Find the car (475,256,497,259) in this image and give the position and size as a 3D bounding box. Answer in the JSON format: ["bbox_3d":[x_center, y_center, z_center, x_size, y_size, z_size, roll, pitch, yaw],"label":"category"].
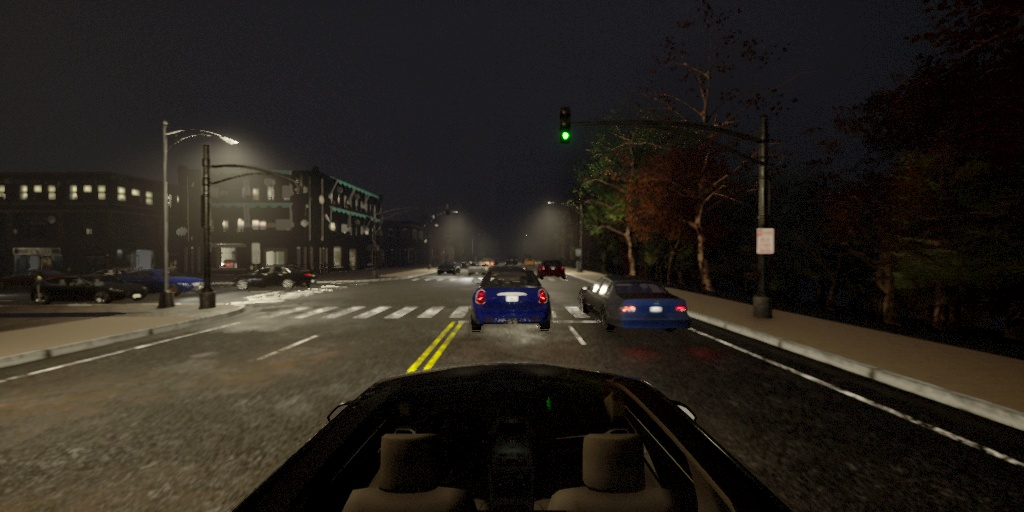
[{"bbox_3d":[-3.337,1.051,47.853,2.097,1.767,4.553,0,0,0],"label":"car"}]

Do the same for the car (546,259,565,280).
[{"bbox_3d":[3.347,1.069,31.400,2.097,1.767,4.553,0,0,0],"label":"car"}]

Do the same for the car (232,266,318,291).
[{"bbox_3d":[-15.032,1.370,22.813,4.892,1.490,1.837,-1,0,2],"label":"car"}]

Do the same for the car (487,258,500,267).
[{"bbox_3d":[-3.276,1.167,64.829,2.128,1.511,4.902,0,0,0],"label":"car"}]

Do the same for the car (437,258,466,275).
[{"bbox_3d":[-6.594,1.256,38.121,2.033,1.411,5.357,0,0,0],"label":"car"}]

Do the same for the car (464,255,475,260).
[{"bbox_3d":[-6.550,0.911,55.631,2.150,2.045,5.566,0,0,1],"label":"car"}]

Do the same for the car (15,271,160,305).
[{"bbox_3d":[-19.948,1.551,17.002,4.313,1.339,1.948,0,0,0],"label":"car"}]

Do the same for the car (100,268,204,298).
[{"bbox_3d":[-19.332,1.475,19.699,4.674,1.442,1.812,-1,1,1],"label":"car"}]

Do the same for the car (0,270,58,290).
[{"bbox_3d":[-33.817,1.634,25.520,4.207,1.307,1.802,0,0,0],"label":"car"}]

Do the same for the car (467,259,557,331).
[{"bbox_3d":[-0.154,1.093,11.125,2.097,1.767,4.553,0,0,-4],"label":"car"}]

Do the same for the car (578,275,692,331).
[{"bbox_3d":[3.349,1.288,10.862,2.033,1.411,5.357,0,0,0],"label":"car"}]

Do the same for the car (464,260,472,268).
[{"bbox_3d":[-3.346,1.312,36.396,1.895,1.301,4.718,0,0,0],"label":"car"}]
